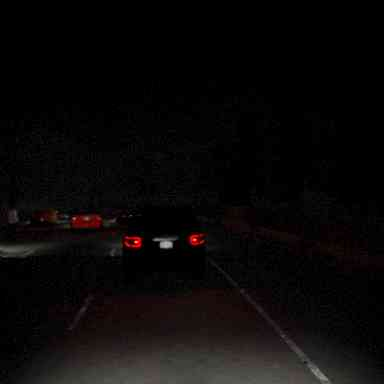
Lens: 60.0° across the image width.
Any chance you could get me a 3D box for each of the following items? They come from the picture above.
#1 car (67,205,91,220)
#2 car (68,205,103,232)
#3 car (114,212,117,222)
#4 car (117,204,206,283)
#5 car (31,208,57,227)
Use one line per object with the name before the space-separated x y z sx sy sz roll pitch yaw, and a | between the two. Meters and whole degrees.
car | -13.364 2.330 39.184 2.128 1.511 4.902 -1 -1 -25
car | -7.720 1.865 24.340 2.097 1.767 4.553 -1 0 -18
car | -5.927 2.108 30.425 2.033 1.411 5.357 -1 -1 -20
car | -1.019 1.396 10.574 2.150 2.045 5.566 -1 -1 -9
car | -13.214 2.178 29.849 1.882 1.535 5.008 -1 -1 -20
